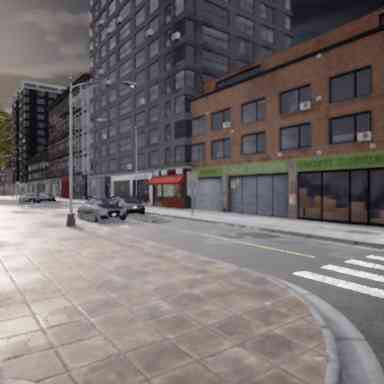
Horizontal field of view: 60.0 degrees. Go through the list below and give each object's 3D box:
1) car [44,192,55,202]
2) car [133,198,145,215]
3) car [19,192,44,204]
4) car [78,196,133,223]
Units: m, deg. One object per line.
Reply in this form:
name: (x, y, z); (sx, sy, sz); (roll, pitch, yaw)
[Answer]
car: (-20.765, 0.695, 46.953); (1.994, 1.385, 4.181); (0, 1, -36)
car: (-5.242, 1.026, 25.431); (1.994, 1.385, 4.181); (0, 1, -36)
car: (-20.051, 0.746, 41.076); (1.994, 1.385, 4.181); (0, 1, -35)
car: (-5.709, 1.093, 21.038); (1.994, 1.385, 4.181); (0, 1, -36)
